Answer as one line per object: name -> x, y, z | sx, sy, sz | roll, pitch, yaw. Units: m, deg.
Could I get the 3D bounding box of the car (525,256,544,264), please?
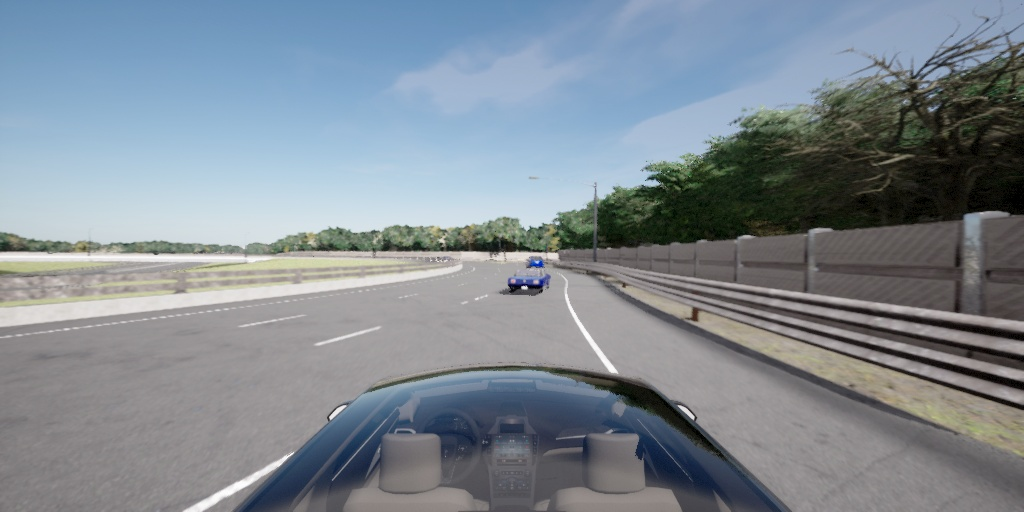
car -> 3.257, 1.003, 52.425 | 2.150, 2.045, 5.566 | 1, 0, -5

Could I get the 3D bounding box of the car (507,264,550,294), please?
car -> 1.119, 1.361, 20.731 | 1.895, 1.301, 4.718 | 1, 0, 12
